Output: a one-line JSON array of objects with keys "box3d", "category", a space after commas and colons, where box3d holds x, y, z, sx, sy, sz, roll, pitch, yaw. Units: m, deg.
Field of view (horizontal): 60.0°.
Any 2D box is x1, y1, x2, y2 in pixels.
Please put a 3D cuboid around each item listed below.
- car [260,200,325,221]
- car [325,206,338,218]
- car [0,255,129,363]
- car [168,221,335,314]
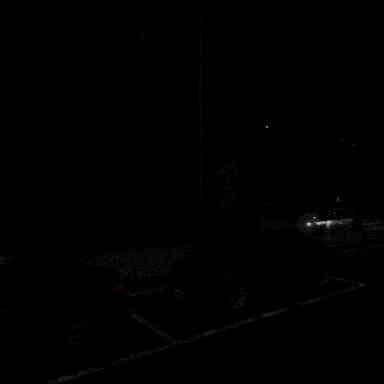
[{"box3d": [7.645, 1.538, 27.121, 2.033, 1.411, 5.357, 0, 0, -36], "category": "car"}, {"box3d": [10.227, 1.487, 29.098, 1.837, 1.490, 4.892, 0, 0, -36], "category": "car"}, {"box3d": [-2.920, 1.582, 4.451, 4.206, 1.307, 1.802, 0, 0, -35], "category": "car"}, {"box3d": [1.518, 1.567, 7.616, 4.313, 1.339, 1.947, 0, 0, -35], "category": "car"}]
